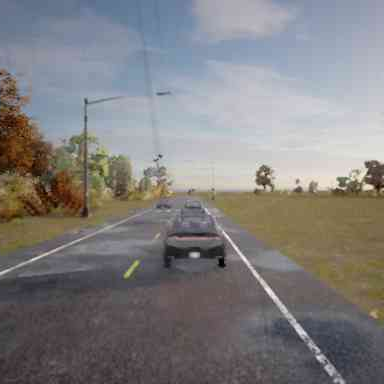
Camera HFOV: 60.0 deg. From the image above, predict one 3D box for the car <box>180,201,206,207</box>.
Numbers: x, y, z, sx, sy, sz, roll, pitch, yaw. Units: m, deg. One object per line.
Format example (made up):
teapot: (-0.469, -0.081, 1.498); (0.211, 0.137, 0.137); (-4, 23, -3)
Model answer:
car: (0.082, 1.476, 26.906); (2.128, 1.511, 4.902); (0, 0, 0)

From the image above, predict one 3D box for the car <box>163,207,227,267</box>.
car: (0.083, 1.485, 11.395); (2.128, 1.511, 4.902); (0, 0, 0)

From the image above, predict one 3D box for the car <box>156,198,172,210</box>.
car: (-3.592, 1.523, 43.429); (2.033, 1.411, 5.357); (0, 0, 0)
